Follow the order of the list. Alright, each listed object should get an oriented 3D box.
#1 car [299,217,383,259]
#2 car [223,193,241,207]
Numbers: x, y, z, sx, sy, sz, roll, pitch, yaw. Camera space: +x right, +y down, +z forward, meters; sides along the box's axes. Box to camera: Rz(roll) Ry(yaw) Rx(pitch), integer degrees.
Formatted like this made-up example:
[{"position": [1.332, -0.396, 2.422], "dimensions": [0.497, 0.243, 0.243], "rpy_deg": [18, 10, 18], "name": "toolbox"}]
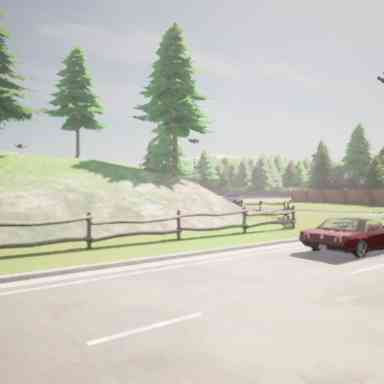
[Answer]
[{"position": [6.294, 1.602, 12.667], "dimensions": [4.718, 1.301, 1.895], "rpy_deg": [0, 0, -35], "name": "car"}, {"position": [5.999, 1.226, 49.840], "dimensions": [2.150, 2.045, 5.566], "rpy_deg": [0, 0, -5], "name": "car"}]
